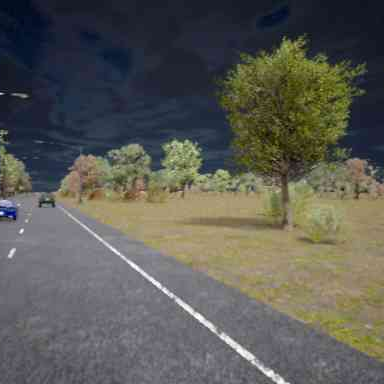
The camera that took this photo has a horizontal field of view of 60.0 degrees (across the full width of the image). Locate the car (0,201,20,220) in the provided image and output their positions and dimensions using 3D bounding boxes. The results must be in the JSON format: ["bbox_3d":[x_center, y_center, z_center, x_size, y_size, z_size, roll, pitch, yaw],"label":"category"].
[{"bbox_3d":[-15.263,1.441,27.241,1.882,1.535,5.008,0,0,-25],"label":"car"}]

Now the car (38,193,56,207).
[{"bbox_3d":[-21.592,1.145,49.545,2.150,2.045,5.566,0,0,-25],"label":"car"}]

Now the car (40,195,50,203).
[{"bbox_3d":[-29.722,1.377,67.117,1.882,1.535,5.008,0,0,-25],"label":"car"}]
